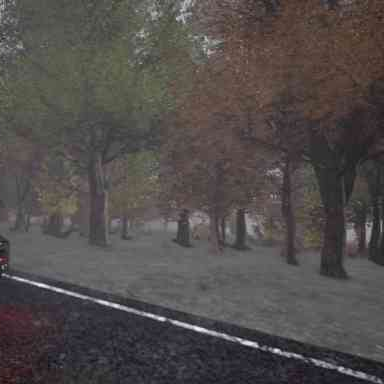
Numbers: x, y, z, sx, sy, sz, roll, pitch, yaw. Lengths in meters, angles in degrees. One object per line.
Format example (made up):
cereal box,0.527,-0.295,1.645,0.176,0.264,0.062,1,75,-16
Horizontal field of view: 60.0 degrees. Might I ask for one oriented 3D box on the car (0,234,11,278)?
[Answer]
car,-6.395,1.316,8.254,4.892,1.490,1.837,-2,-6,35
